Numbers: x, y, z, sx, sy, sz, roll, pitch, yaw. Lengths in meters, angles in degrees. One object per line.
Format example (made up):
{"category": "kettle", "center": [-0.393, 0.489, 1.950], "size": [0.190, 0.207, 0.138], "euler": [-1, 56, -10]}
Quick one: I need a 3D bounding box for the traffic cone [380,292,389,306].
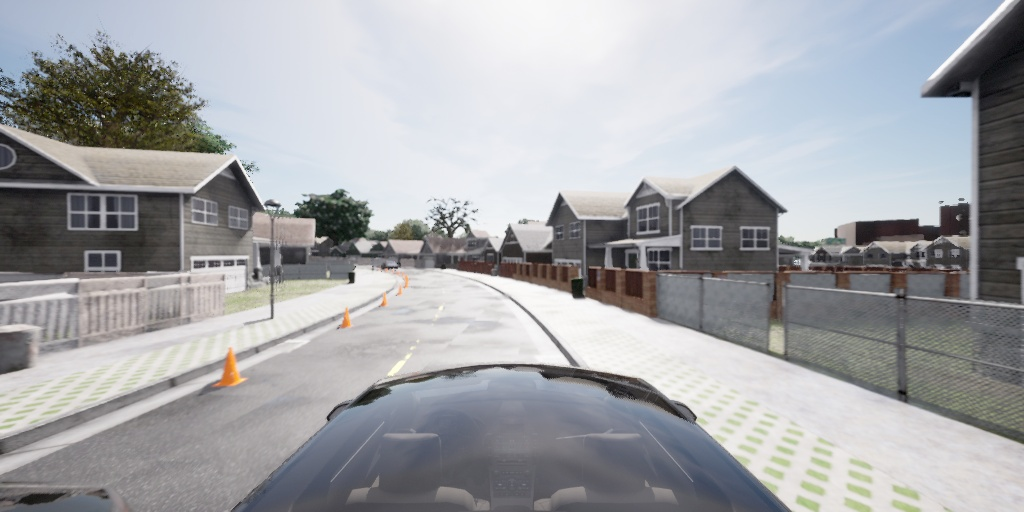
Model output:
{"category": "traffic cone", "center": [-5.514, 1.856, 15.495], "size": [0.340, 0.580, 0.340], "euler": [0, 0, -8]}

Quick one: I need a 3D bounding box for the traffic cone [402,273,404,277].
{"category": "traffic cone", "center": [-10.161, 1.982, 34.442], "size": [0.340, 0.580, 0.340], "euler": [0, 0, -19]}

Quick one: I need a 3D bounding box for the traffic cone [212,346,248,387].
{"category": "traffic cone", "center": [-4.536, 1.753, 5.778], "size": [0.340, 0.580, 0.340], "euler": [0, 0, -3]}

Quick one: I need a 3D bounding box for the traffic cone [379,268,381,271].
{"category": "traffic cone", "center": [-20.780, 2.005, 56.372], "size": [0.340, 0.580, 0.340], "euler": [0, 0, -33]}

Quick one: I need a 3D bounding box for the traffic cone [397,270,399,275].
{"category": "traffic cone", "center": [-13.790, 1.998, 43.507], "size": [0.340, 0.580, 0.340], "euler": [0, 0, -25]}

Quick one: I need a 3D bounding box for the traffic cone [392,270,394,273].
{"category": "traffic cone", "center": [-15.918, 1.999, 47.903], "size": [0.340, 0.580, 0.340], "euler": [0, 0, -27]}

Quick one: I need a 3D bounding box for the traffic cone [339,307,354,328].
{"category": "traffic cone", "center": [-4.911, 1.805, 10.648], "size": [0.340, 0.580, 0.340], "euler": [0, 0, -6]}

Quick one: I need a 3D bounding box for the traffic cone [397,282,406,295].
{"category": "traffic cone", "center": [-6.342, 1.899, 20.308], "size": [0.340, 0.580, 0.340], "euler": [0, 0, -11]}

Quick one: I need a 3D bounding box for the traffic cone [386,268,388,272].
{"category": "traffic cone", "center": [-18.250, 2.001, 52.194], "size": [0.340, 0.580, 0.340], "euler": [0, 0, -30]}

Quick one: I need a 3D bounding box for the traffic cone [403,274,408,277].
{"category": "traffic cone", "center": [-8.667, 1.963, 29.792], "size": [0.340, 0.580, 0.340], "euler": [0, 0, -16]}

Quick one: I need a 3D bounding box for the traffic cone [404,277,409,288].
{"category": "traffic cone", "center": [-7.394, 1.935, 25.077], "size": [0.340, 0.580, 0.340], "euler": [0, 0, -14]}

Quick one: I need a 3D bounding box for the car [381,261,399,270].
{"category": "car", "center": [-19.995, 1.589, 58.635], "size": [2.033, 1.411, 5.357], "euler": [0, 0, -34]}
